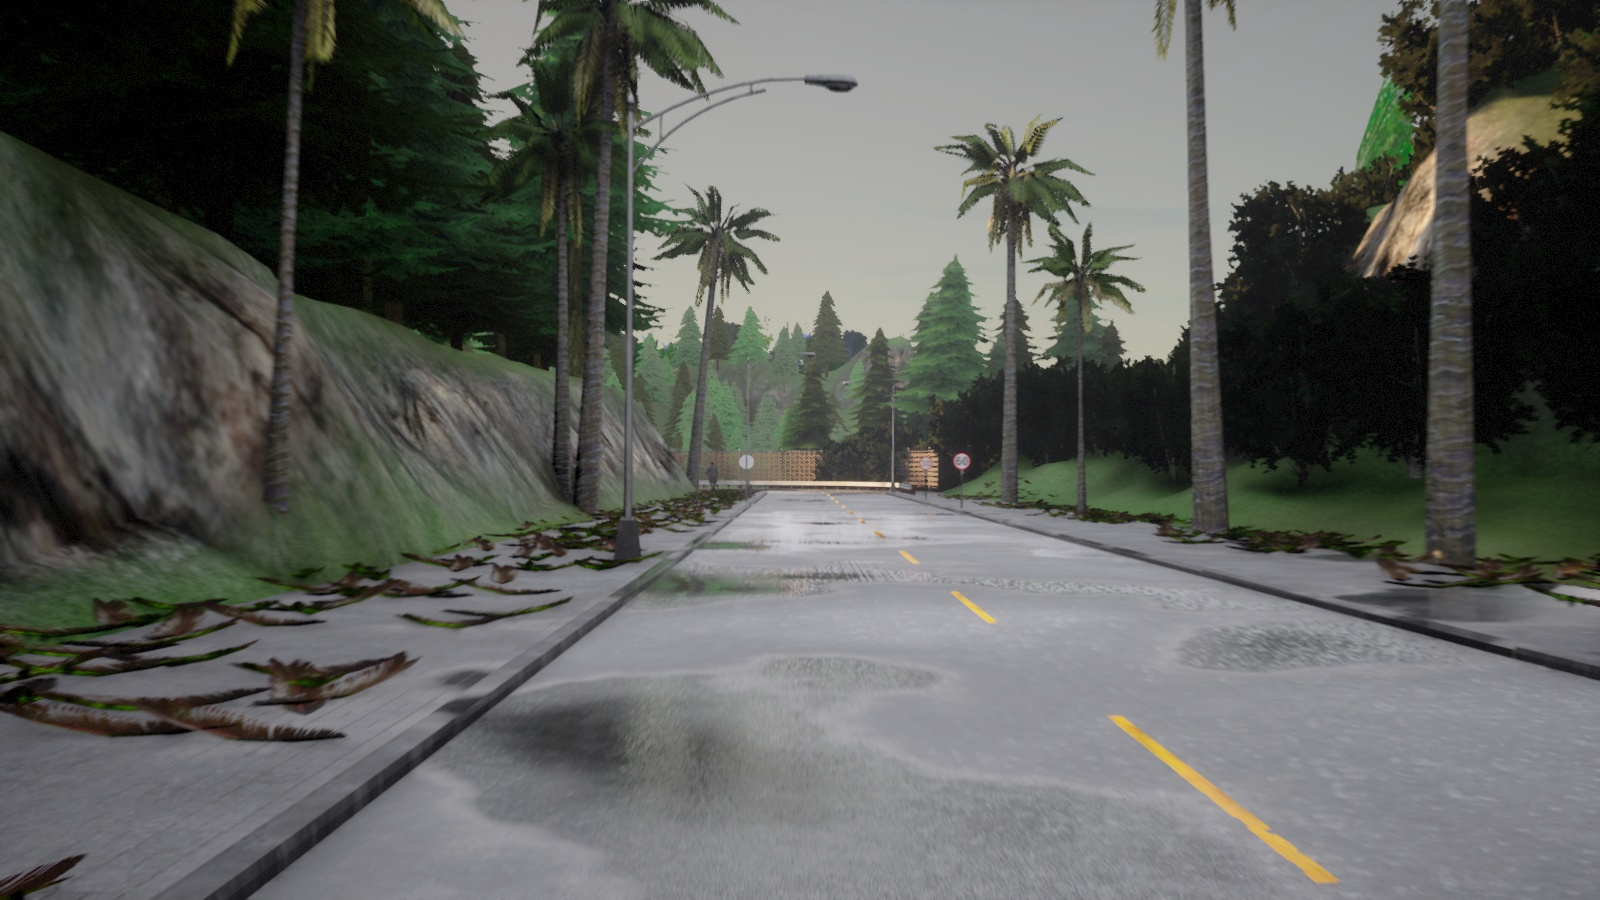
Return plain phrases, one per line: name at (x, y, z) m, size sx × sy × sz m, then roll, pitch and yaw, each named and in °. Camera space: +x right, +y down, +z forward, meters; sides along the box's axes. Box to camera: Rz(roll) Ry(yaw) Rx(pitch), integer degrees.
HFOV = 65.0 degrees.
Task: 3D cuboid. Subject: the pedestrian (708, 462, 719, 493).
pedestrian at (-5.427, 1.708, 78.935) m, size 0.659 × 1.952 × 0.873 m, roll 0°, pitch -1°, yaw 0°
